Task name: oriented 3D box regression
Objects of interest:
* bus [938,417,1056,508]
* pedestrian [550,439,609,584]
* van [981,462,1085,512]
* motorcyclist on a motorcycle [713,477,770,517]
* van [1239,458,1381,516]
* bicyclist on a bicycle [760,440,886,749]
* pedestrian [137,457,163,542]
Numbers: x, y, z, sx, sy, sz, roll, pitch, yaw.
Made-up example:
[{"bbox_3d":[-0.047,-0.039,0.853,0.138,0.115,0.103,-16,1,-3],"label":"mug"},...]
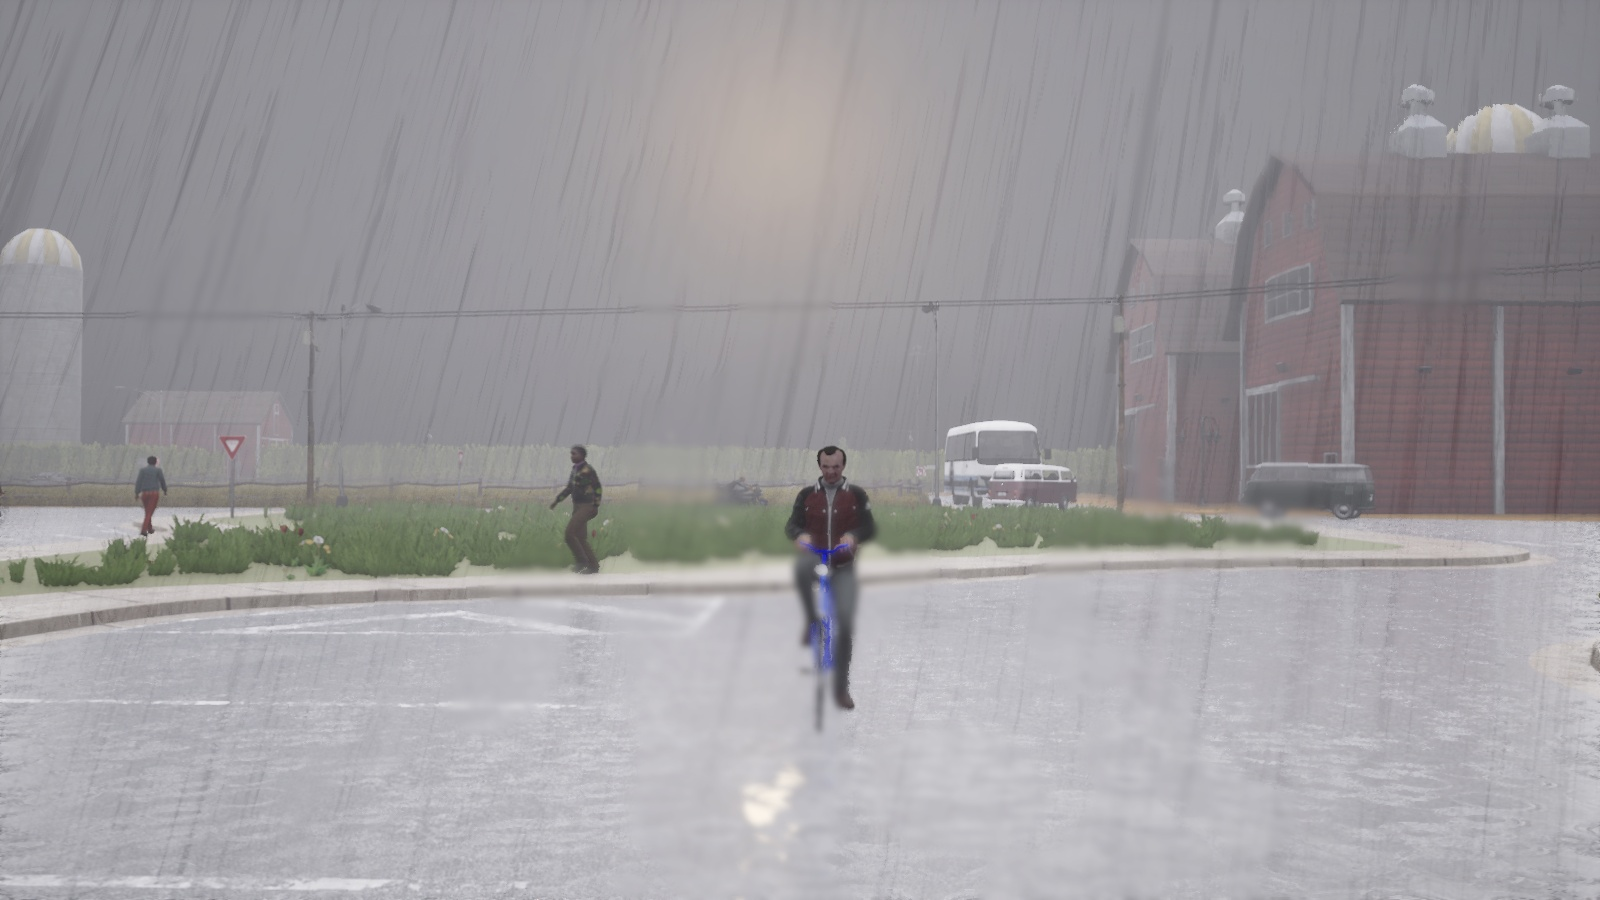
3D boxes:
[{"bbox_3d":[9.754,0.670,63.829,3.944,4.253,10.273,0,-1,-3],"label":"bus"},{"bbox_3d":[-3.002,0.827,17.118,0.692,1.930,0.395,1,-1,-39],"label":"pedestrian"},{"bbox_3d":[10.021,1.564,53.823,4.480,2.038,2.069,1,-2,-43],"label":"van"},{"bbox_3d":[-2.315,1.848,49.591,2.191,1.530,0.866,0,-1,0],"label":"motorcyclist on a motorcycle"},{"bbox_3d":[18.282,1.335,45.093,4.442,1.987,1.775,-1,-2,34],"label":"van"},{"bbox_3d":[0.194,0.852,8.182,0.659,1.776,1.843,0,-1,6],"label":"bicyclist on a bicycle"},{"bbox_3d":[-14.301,1.081,27.639,0.353,1.847,0.614,0,-1,-11],"label":"pedestrian"}]
